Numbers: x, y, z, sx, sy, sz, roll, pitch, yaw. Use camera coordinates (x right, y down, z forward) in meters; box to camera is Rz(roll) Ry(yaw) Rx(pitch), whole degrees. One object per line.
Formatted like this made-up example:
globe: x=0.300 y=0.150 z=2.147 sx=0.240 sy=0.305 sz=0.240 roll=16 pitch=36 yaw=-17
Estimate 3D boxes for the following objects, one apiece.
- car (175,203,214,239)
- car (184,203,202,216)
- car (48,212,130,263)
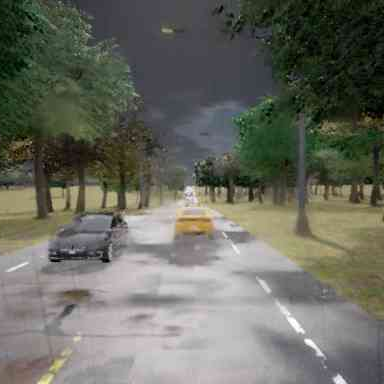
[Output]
car: x=0.103 y=1.527 z=17.771 sx=1.882 sy=1.535 sz=5.008 roll=0 pitch=0 yaw=0
car: x=0.104 y=1.880 z=37.306 sx=1.895 sy=1.301 sz=4.718 roll=0 pitch=-1 yaw=0
car: x=-3.498 y=1.522 z=12.115 sx=1.837 sy=1.490 sz=4.892 roll=0 pitch=0 yaw=0
